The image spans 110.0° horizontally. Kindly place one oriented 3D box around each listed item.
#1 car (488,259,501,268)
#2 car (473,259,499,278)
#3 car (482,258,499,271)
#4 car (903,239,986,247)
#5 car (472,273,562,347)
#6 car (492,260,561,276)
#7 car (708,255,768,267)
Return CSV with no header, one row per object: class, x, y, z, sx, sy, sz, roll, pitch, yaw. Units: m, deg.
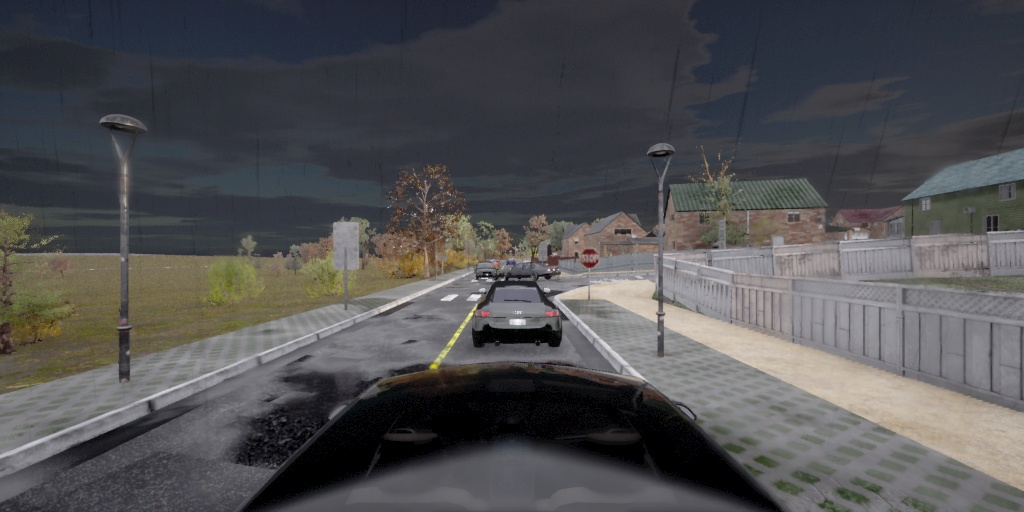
car,-2.995,1.256,61.065,1.882,1.535,5.008,0,0,0
car,-2.331,1.258,31.212,1.837,1.490,4.892,0,0,-8
car,-2.982,1.121,51.028,2.097,1.767,4.553,0,0,0
car,23.838,-0.208,20.327,4.902,1.511,2.128,-3,0,14
car,0.082,1.313,9.292,1.994,1.385,4.181,0,0,-1
car,1.264,1.198,28.310,5.357,1.411,2.033,-4,-3,43
car,14.330,0.413,22.723,4.181,1.385,1.994,-3,0,16
